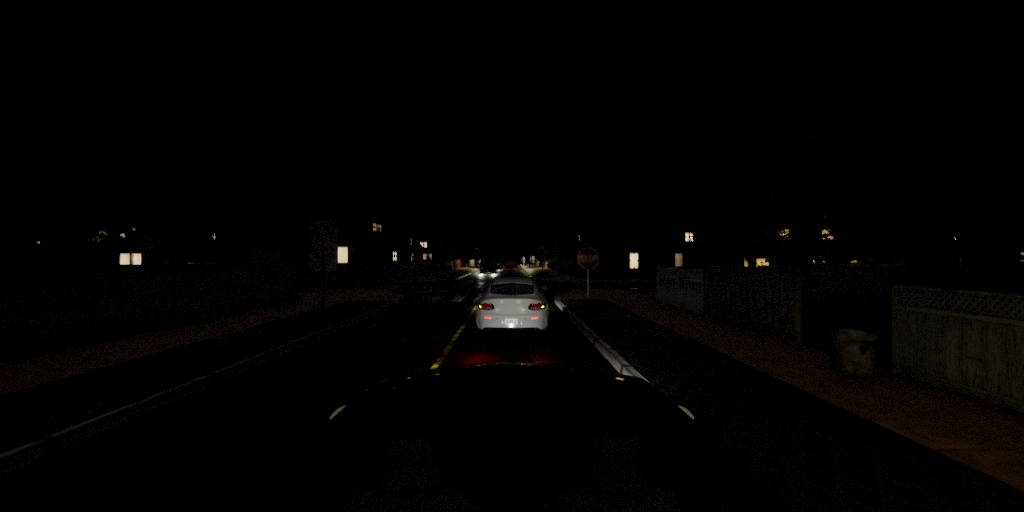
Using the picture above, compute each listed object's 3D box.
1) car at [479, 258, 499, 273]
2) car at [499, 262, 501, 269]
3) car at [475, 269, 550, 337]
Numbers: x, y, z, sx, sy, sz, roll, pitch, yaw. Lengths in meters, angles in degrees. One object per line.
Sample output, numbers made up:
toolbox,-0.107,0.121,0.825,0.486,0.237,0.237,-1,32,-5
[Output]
car,-2.926,1.358,44.107,1.837,1.490,4.892,0,0,0
car,-2.938,1.284,58.695,2.097,1.767,4.553,0,0,0
car,0.047,1.282,10.225,1.812,1.442,4.674,0,0,2
